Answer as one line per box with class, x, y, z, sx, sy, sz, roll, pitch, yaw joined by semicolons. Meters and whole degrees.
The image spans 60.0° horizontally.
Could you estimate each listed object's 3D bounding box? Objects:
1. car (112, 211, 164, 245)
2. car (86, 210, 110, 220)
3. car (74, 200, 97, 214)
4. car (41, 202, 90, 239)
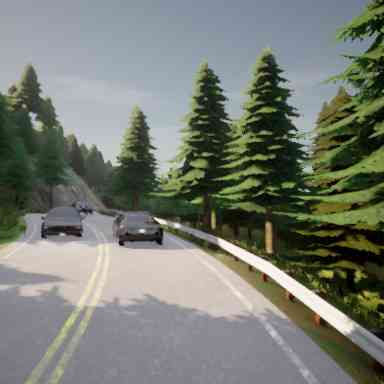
car;-2.633;1.567;15.609;1.994;1.385;4.181;1;0;-17
car;-16.512;4.068;58.778;1.812;1.442;4.674;-2;-9;15
car;-11.467;1.554;34.355;2.033;1.411;5.357;1;-2;-24
car;-6.662;1.480;17.221;2.033;1.411;5.357;1;0;-21
